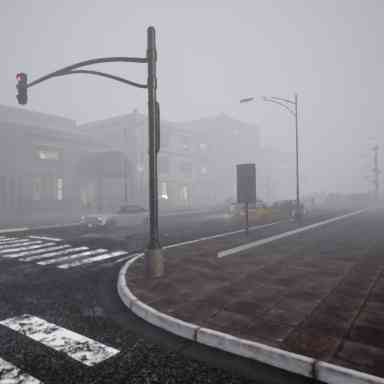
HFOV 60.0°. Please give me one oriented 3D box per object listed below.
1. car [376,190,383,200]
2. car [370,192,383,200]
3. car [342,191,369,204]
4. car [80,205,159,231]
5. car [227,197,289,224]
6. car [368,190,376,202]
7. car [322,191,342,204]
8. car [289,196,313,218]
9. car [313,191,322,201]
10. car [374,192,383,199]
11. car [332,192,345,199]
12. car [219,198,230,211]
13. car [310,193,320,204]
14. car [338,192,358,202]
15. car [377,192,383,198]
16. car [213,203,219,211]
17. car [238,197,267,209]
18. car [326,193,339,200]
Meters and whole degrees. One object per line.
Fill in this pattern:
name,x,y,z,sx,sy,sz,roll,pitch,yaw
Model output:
car,33.654,0.570,61.925,2.192,1.841,5.009,-1,0,36
car,36.914,0.771,66.398,1.947,1.339,4.313,-1,0,36
car,22.927,0.898,46.443,1.882,1.535,5.008,-1,0,36
car,-4.217,1.484,19.767,1.895,1.301,4.718,-1,0,36
car,4.441,1.242,21.811,1.752,1.417,4.829,-1,0,36
car,27.053,0.860,52.098,1.837,1.490,4.892,-1,0,36
car,21.414,0.811,49.532,2.097,1.767,4.553,-1,0,36
car,7.599,1.217,26.146,2.008,1.369,4.403,-1,0,36
car,23.625,0.769,62.388,2.192,1.841,5.009,-1,0,36
car,40.171,0.721,70.871,1.947,1.339,4.313,-1,0,36
car,33.399,0.743,75.805,1.967,1.590,4.097,-1,0,36
car,5.105,1.226,32.568,2.128,1.511,4.902,-1,0,36
car,16.306,1.156,47.785,1.895,1.301,4.718,-1,0,36
car,26.651,0.869,56.728,2.128,1.511,4.902,-1,0,36
car,43.254,0.652,75.091,1.887,1.381,4.507,-1,0,36
car,3.985,1.290,35.415,1.752,1.417,4.829,-1,0,36
car,7.343,1.293,40.026,1.802,1.307,4.206,-1,0,36
car,30.143,0.935,71.333,1.802,1.307,4.206,-1,0,36
